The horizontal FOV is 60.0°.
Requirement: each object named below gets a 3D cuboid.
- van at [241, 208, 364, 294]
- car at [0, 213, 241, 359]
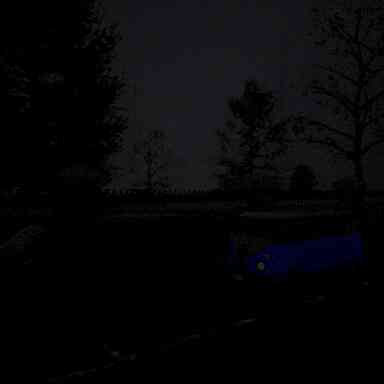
[{"bbox_3d":[2.711,1.329,8.493,3.998,1.788,1.690,0,0,-36],"label":"van"},{"bbox_3d":[-1.873,1.313,5.223,5.009,1.841,2.192,0,0,-36],"label":"car"}]
